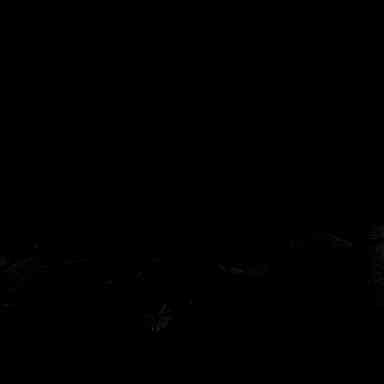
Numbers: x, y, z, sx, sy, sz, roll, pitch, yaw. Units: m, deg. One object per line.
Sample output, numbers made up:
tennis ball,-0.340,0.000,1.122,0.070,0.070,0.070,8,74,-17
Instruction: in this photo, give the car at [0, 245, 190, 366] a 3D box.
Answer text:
car,-2.032,1.566,5.087,4.313,1.339,1.947,0,0,-35

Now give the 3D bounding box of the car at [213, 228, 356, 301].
car,2.448,1.582,8.280,4.206,1.307,1.802,0,0,-35
